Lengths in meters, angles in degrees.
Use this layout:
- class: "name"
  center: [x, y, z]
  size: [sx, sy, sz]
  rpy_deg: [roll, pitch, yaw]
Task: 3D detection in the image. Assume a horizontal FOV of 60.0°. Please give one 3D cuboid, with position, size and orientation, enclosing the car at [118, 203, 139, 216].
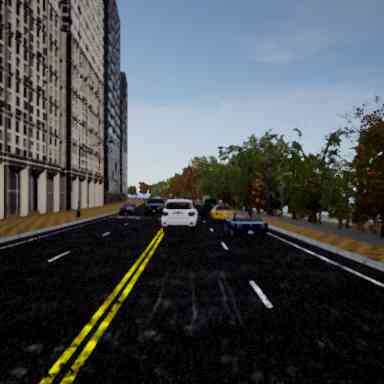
- class: "car"
  center: [-7.529, 2.061, 39.906]
  size: [2.033, 1.411, 5.357]
  rpy_deg: [0, -1, -3]

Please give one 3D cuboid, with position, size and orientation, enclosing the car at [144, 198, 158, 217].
- class: "car"
  center: [-4.215, 1.715, 38.489]
  size: [2.150, 2.045, 5.566]
  rpy_deg: [0, -1, -2]

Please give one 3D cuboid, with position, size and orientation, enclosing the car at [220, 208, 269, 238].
- class: "car"
  center: [3.016, 1.853, 19.532]
  size: [1.895, 1.301, 4.718]
  rpy_deg: [0, -1, -1]

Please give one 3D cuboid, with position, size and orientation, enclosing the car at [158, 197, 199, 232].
- class: "car"
  center: [-0.749, 1.515, 22.521]
  size: [2.150, 2.045, 5.566]
  rpy_deg: [0, -1, 2]

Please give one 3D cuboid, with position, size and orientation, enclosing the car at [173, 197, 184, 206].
- class: "car"
  center: [-3.149, 2.163, 75.484]
  size: [2.150, 2.045, 5.566]
  rpy_deg: [0, -1, -5]

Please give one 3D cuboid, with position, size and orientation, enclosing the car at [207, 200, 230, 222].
- class: "car"
  center: [2.699, 1.851, 30.745]
  size: [1.801, 1.575, 5.366]
  rpy_deg: [0, -1, -2]

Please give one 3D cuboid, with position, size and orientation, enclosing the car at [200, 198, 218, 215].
- class: "car"
  center: [2.264, 1.752, 41.635]
  size: [2.150, 2.045, 5.566]
  rpy_deg: [0, -1, -3]

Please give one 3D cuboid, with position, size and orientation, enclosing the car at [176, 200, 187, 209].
- class: "car"
  center: [-2.066, 2.254, 61.801]
  size: [1.882, 1.535, 5.008]
  rpy_deg: [0, -1, -4]
